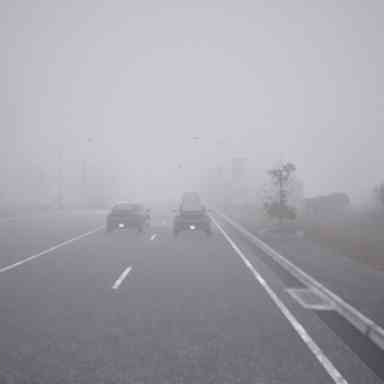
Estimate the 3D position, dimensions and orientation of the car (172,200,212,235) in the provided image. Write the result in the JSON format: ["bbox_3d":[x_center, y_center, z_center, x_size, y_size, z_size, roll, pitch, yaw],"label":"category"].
[{"bbox_3d":[0.000,1.387,17.999,1.837,1.490,4.892,0,0,0],"label":"car"}]

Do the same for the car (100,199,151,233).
[{"bbox_3d":[-3.507,1.382,18.829,1.837,1.490,4.892,0,0,0],"label":"car"}]

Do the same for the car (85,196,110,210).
[{"bbox_3d":[-10.805,1.258,38.449,1.837,1.490,4.892,0,0,0],"label":"car"}]

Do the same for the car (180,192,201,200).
[{"bbox_3d":[-0.141,0.979,36.940,2.150,2.045,5.566,0,0,0],"label":"car"}]

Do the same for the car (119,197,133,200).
[{"bbox_3d":[-7.304,1.286,36.845,1.812,1.442,4.674,0,0,0],"label":"car"}]
